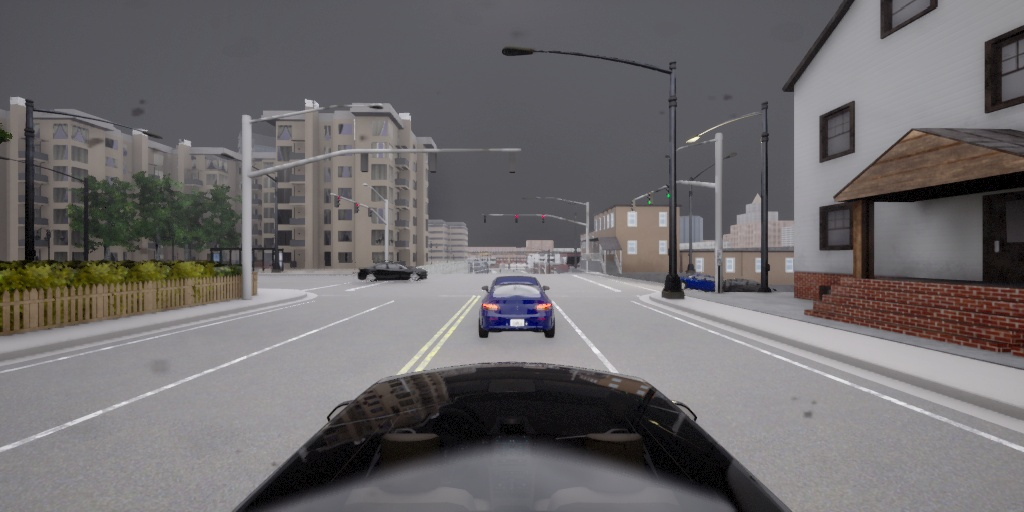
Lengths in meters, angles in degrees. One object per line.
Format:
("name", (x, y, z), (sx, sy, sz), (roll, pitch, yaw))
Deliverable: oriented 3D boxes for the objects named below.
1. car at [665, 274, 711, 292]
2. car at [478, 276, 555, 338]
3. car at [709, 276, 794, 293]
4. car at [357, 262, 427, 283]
("car", (15.369, 2.209, 29.744), (5.008, 1.535, 1.882), (9, 0, 1))
("car", (0.107, 1.276, 10.055), (1.812, 1.442, 4.674), (0, 0, 0))
("car", (17.511, 2.545, 26.007), (4.892, 1.490, 1.837), (9, 0, 1))
("car", (-9.002, 1.216, 27.103), (5.008, 1.535, 1.882), (0, 0, -10))
